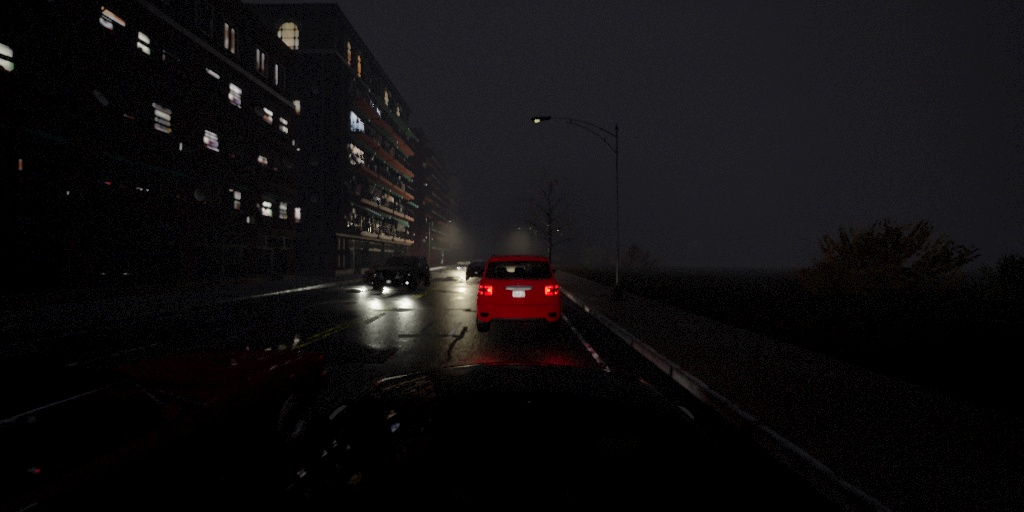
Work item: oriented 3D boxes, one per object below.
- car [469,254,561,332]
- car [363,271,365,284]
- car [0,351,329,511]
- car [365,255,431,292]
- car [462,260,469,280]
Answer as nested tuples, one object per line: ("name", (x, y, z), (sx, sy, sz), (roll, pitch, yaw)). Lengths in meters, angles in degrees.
("car", (0.185, 0.976, 10.993), (2.150, 2.045, 5.566), (0, 0, 1))
("car", (-9.606, 1.238, 27.285), (1.882, 1.535, 5.008), (0, 0, 1))
("car", (-3.150, 1.351, 2.186), (1.895, 1.301, 4.718), (0, 0, 1))
("car", (-6.411, 0.980, 21.457), (2.150, 2.045, 5.566), (0, 0, 1))
("car", (-2.864, 1.240, 31.339), (1.882, 1.535, 5.008), (0, -1, 0))
